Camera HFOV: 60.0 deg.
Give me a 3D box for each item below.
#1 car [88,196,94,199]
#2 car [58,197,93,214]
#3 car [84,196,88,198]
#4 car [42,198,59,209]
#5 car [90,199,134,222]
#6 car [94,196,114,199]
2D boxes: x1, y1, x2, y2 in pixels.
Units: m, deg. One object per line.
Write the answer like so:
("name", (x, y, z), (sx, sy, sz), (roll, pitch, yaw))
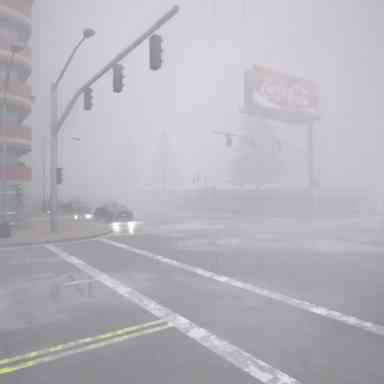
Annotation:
("car", (-20.000, 1.476, 64.013), (1.882, 1.535, 5.008), (0, 0, -36))
("car", (-12.115, 1.563, 34.702), (1.994, 1.385, 4.181), (0, 0, -36))
("car", (-20.584, 1.562, 58.829), (1.994, 1.385, 4.181), (0, 0, -36))
("car", (-18.000, 1.477, 42.912), (1.882, 1.535, 5.008), (0, 0, -36))
("car", (-6.309, 1.563, 26.628), (1.994, 1.385, 4.181), (0, 0, -36))
("car", (-14.515, 1.503, 56.380), (1.837, 1.490, 4.892), (0, 0, -36))
